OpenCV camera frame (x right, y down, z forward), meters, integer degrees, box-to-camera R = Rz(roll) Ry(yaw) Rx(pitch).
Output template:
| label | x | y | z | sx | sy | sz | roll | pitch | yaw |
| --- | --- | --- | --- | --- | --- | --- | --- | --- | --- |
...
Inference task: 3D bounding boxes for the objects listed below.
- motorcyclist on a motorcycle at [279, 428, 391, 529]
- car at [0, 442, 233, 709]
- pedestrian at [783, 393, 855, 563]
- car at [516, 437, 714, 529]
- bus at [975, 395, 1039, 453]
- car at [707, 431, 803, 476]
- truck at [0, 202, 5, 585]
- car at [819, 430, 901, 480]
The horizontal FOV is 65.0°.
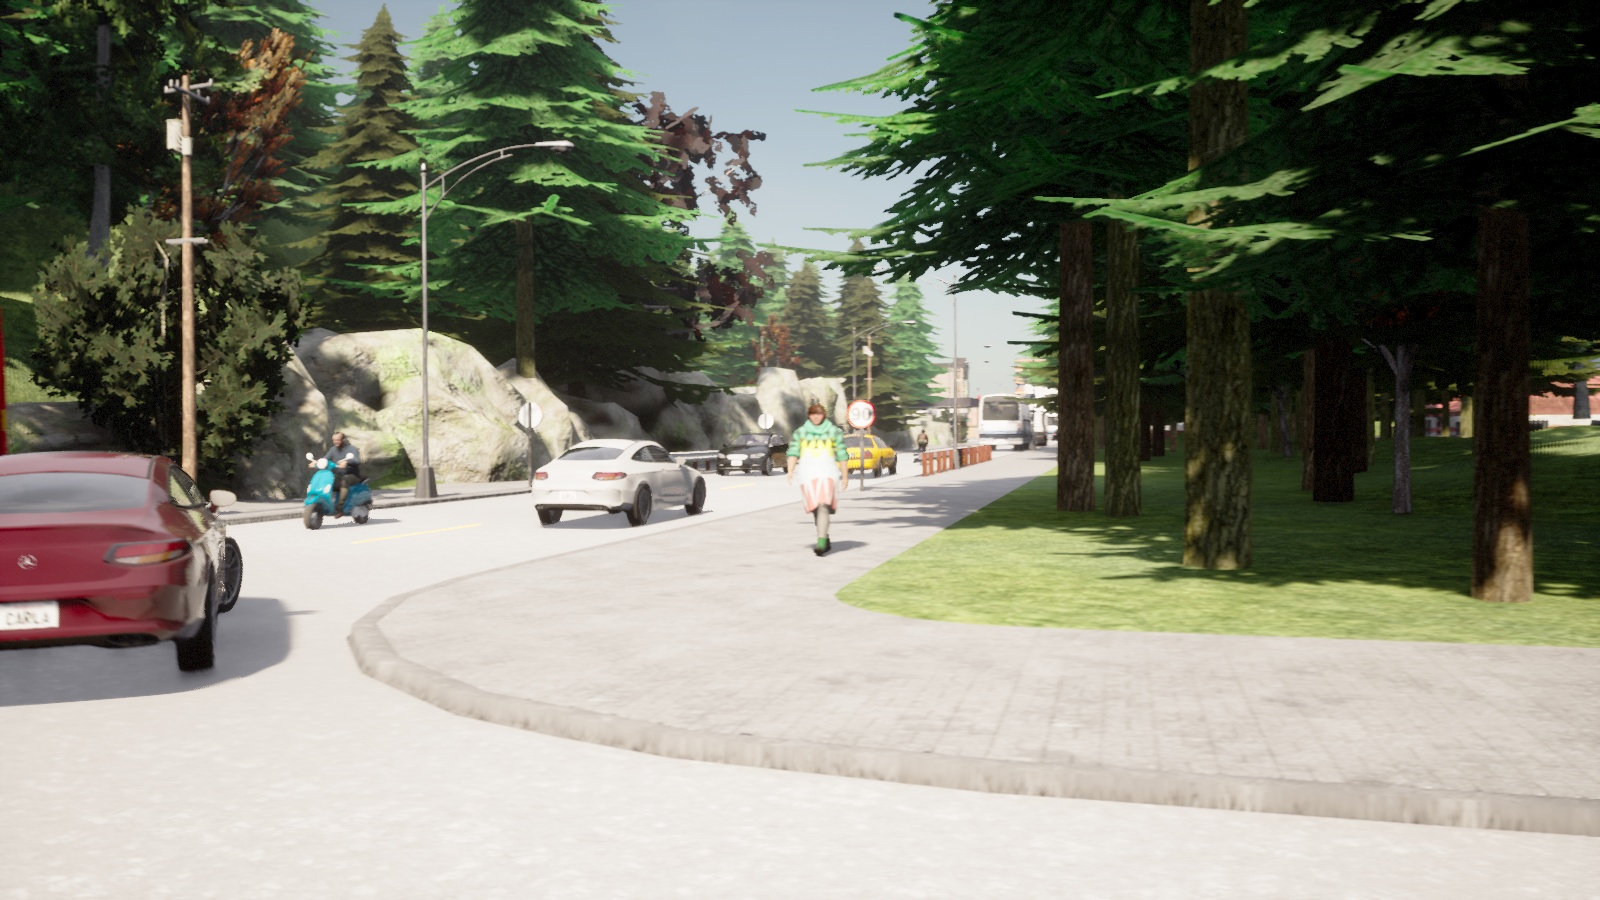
| label | x | y | z | sx | sy | sz | roll | pitch | yaw |
| --- | --- | --- | --- | --- | --- | --- | --- | --- | --- |
| motorcyclist on a motorcycle | -7.661 | 0.431 | 20.786 | 0.866 | 1.590 | 1.817 | 0 | 1 | 14 |
| car | -5.251 | 0.691 | 9.211 | 1.812 | 1.442 | 4.674 | 0 | 1 | -22 |
| pedestrian | 0.235 | 0.310 | 14.934 | 0.659 | 1.952 | 0.873 | 0 | 1 | 14 |
| car | -3.144 | 0.499 | 22.374 | 1.812 | 1.442 | 4.674 | 0 | 1 | 14 |
| bus | 16.272 | -1.973 | 97.970 | 3.944 | 4.253 | 10.273 | 0 | 1 | 14 |
| car | -1.537 | 0.092 | 44.897 | 2.128 | 1.511 | 4.902 | 0 | 1 | 14 |
| truck | -9.206 | -0.501 | 8.276 | 2.891 | 3.827 | 8.468 | 0 | 1 | -3 |
| car | 2.138 | 0.118 | 43.118 | 1.801 | 1.575 | 5.366 | 0 | 1 | 14 |
